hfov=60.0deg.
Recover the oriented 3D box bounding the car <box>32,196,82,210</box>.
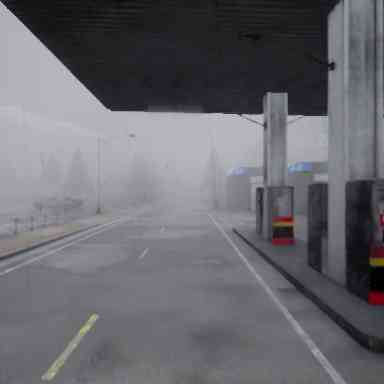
[{"bbox_3d":[-16.455,1.343,40.128,5.027,1.636,2.152,0,0,-1],"label":"car"}]
